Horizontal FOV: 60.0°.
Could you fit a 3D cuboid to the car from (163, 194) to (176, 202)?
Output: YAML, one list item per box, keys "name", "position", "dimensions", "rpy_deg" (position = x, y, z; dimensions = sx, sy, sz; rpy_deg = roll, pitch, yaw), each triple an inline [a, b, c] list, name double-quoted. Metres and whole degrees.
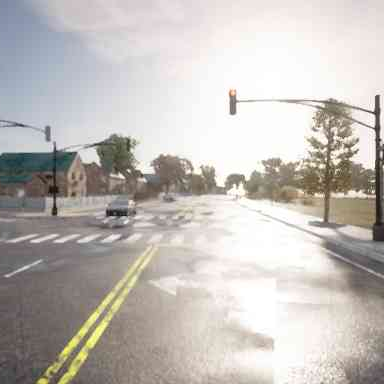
- name: "car"
  position: [-4.213, 1.157, 63.201]
  dimensions: [1.882, 1.535, 5.008]
  rpy_deg: [0, 0, 4]

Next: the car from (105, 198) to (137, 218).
- name: "car"
  position: [-6.004, 1.350, 28.644]
  dimensions: [1.882, 1.535, 5.008]
  rpy_deg: [0, 2, 2]
